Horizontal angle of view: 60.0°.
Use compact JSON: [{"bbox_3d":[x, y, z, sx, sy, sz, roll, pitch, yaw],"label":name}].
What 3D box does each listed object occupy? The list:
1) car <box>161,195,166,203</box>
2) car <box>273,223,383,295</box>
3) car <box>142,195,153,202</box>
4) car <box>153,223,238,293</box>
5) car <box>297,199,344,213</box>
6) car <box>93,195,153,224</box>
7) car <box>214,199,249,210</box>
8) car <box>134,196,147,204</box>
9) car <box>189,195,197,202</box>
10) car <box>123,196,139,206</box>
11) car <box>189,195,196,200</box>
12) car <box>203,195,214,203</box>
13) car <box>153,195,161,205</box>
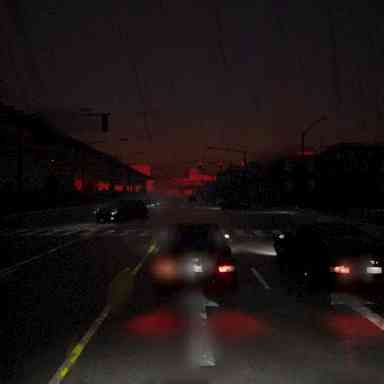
[{"bbox_3d":[-6.867,1.601,66.379,1.895,1.301,4.718,0,0,1],"label":"car"},{"bbox_3d":[3.581,1.547,8.892,2.033,1.411,5.357,0,0,2],"label":"car"},{"bbox_3d":[-10.317,1.478,76.858,1.882,1.535,5.008,0,0,0],"label":"car"},{"bbox_3d":[0.090,1.547,9.000,2.033,1.411,5.357,0,0,0],"label":"car"},{"bbox_3d":[13.985,1.491,36.357,4.902,1.511,2.128,0,0,-1],"label":"car"},{"bbox_3d":[-5.232,1.352,24.878,2.097,1.767,4.553,0,0,27],"label":"car"},{"bbox_3d":[5.467,1.564,43.601,1.994,1.385,4.181,-1,0,-42],"label":"car"},{"bbox_3d":[-10.360,1.505,66.724,1.837,1.490,4.892,0,0,1],"label":"car"},{"bbox_3d":[0.190,1.540,79.673,2.033,1.411,5.357,0,0,0],"label":"car"},{"bbox_3d":[-10.434,1.478,57.264,1.882,1.535,5.008,0,0,0],"label":"car"},{"bbox_3d":[0.223,1.500,93.793,1.837,1.490,4.892,0,0,0],"label":"car"},{"bbox_3d":[3.750,1.525,69.924,1.812,1.442,4.674,0,0,0],"label":"car"},{"bbox_3d":[-6.935,1.601,57.052,1.895,1.301,4.718,0,0,0],"label":"car"}]
